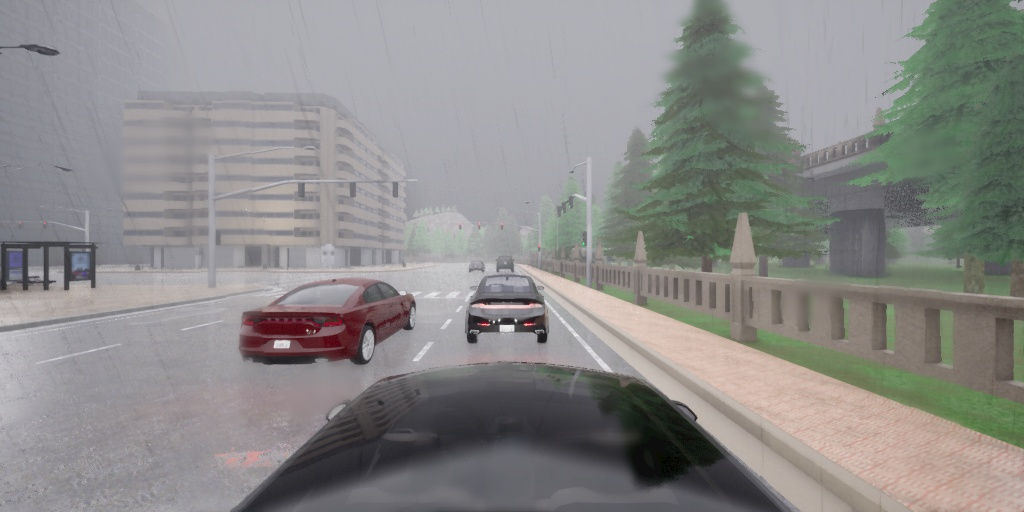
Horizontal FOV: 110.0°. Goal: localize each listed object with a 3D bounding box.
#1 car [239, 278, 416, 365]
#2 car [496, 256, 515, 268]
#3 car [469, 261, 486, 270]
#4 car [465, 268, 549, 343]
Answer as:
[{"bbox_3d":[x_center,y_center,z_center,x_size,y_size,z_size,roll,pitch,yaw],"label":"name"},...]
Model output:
[{"bbox_3d":[-3.596,1.227,8.069,1.882,1.535,5.008,0,0,0],"label":"car"},{"bbox_3d":[-0.867,0.970,45.325,2.150,2.045,5.566,0,0,-1],"label":"car"},{"bbox_3d":[-4.370,1.296,45.011,2.033,1.411,5.357,0,0,-1],"label":"car"},{"bbox_3d":[-0.128,1.241,9.631,2.128,1.511,4.902,0,0,-1],"label":"car"}]
